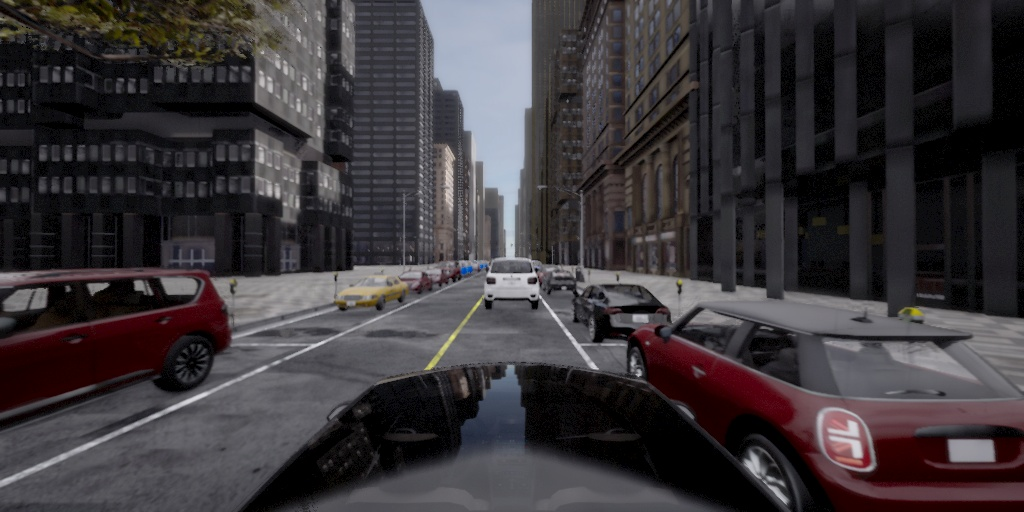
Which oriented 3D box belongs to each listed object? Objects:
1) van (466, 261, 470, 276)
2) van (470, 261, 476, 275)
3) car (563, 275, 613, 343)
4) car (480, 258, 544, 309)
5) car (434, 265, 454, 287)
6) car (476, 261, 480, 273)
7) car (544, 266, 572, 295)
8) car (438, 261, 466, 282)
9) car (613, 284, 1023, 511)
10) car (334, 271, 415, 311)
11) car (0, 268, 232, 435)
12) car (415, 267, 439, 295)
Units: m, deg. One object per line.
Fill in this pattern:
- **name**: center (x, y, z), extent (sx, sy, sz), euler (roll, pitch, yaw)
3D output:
- **van**: center (-5.791, 1.438, 38.135), extent (1.690, 1.789, 3.998), euler (0, 0, 0)
- **van**: center (-5.796, 1.493, 43.812), extent (1.690, 1.789, 3.998), euler (0, 0, 0)
- **car**: center (2.756, 1.391, 9.764), extent (1.948, 1.339, 4.313), euler (0, 0, 0)
- **car**: center (-0.010, 1.100, 15.870), extent (2.150, 2.045, 5.566), euler (0, 0, 0)
- **car**: center (-5.782, 1.570, 26.780), extent (1.802, 1.307, 4.207), euler (0, 0, 0)
- **car**: center (-5.804, 1.846, 55.166), extent (1.802, 1.307, 4.207), euler (0, 0, 0)
- **car**: center (2.747, 1.484, 21.118), extent (2.007, 1.370, 4.403), euler (0, 0, 0)
- **car**: center (-5.787, 1.357, 32.457), extent (2.192, 1.841, 5.009), euler (0, 0, 0)
- **car**: center (2.761, 1.212, 4.087), extent (1.967, 1.591, 4.097), euler (0, 0, 0)
- **car**: center (-5.773, 1.405, 15.256), extent (1.751, 1.417, 4.829), euler (0, 0, 0)
- **car**: center (-5.764, 1.086, 4.071), extent (2.192, 1.841, 5.009), euler (0, 0, 0)
- **car**: center (-5.778, 1.516, 21.103), extent (1.802, 1.307, 4.207), euler (0, 0, 0)
